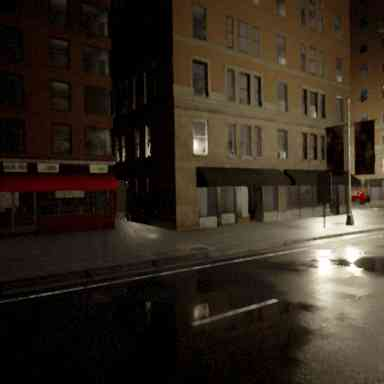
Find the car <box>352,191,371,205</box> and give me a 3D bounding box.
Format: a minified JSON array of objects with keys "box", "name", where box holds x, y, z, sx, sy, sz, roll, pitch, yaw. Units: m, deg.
[{"box":[20.655,0.764,43.640,2.192,1.841,5.009,-1,1,-44],"name":"car"}]
